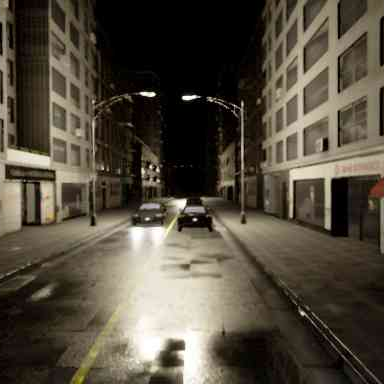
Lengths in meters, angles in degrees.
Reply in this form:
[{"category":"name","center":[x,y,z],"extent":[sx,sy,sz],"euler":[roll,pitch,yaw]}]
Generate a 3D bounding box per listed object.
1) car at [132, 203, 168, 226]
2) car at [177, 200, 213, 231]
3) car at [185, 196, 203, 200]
[{"category":"car","center":[-2.668,1.403,21.813],"extent":[1.994,1.385,4.181],"euler":[0,0,0]},{"category":"car","center":[0.159,1.406,19.475],"extent":[1.994,1.385,4.181],"euler":[0,1,0]},{"category":"car","center":[0.231,1.190,38.338],"extent":[2.128,1.511,4.902],"euler":[0,0,0]}]
